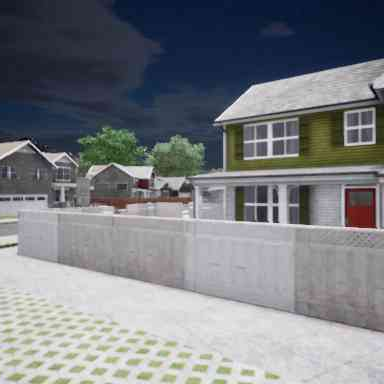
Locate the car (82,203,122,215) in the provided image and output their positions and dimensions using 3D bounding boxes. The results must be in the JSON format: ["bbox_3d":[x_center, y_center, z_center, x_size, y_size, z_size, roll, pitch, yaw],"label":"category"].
[{"bbox_3d":[-7.504,1.617,26.910,1.812,1.442,4.674,0,0,18],"label":"car"}]

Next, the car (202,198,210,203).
[{"bbox_3d":[2.291,1.712,53.366,2.128,1.511,4.902,0,0,23],"label":"car"}]
